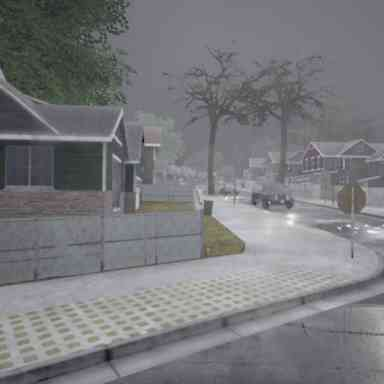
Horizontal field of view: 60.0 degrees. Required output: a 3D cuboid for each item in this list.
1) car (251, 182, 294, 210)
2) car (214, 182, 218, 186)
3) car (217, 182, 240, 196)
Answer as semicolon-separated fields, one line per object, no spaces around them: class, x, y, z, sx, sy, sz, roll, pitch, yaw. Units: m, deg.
car;6.396;0.227;27.114;2.150;2.045;5.566;1;3;-5
car;3.639;-1.354;58.941;2.033;1.411;5.357;1;2;-5
car;4.915;-0.267;43.594;1.812;1.442;4.674;1;3;-5
